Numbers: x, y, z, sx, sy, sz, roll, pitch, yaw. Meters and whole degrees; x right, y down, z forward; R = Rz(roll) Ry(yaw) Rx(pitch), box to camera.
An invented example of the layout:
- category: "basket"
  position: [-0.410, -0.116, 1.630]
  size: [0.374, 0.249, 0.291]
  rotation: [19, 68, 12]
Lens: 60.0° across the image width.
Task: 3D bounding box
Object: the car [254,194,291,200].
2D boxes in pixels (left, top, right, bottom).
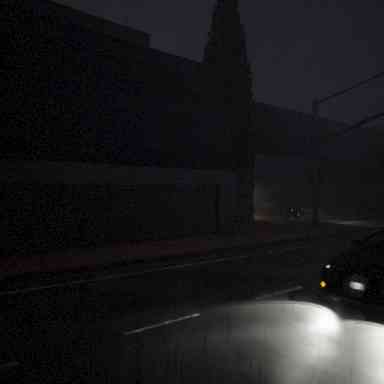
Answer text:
- category: "car"
  position: [8.713, 1.221, 34.182]
  size: [2.150, 2.045, 5.566]
  rotation: [0, 0, -36]

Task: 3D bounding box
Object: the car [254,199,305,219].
- category: "car"
  position: [7.651, 1.601, 29.751]
  size: [1.895, 1.301, 4.718]
  rotation: [0, 0, -37]

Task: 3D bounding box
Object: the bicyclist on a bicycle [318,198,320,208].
- category: "bicyclist on a bicycle"
  position: [16.238, 1.303, 43.289]
  size: [1.656, 1.620, 0.582]
  rotation: [0, 0, -37]

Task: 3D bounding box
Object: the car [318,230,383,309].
- category: "car"
  position: [4.689, 1.564, 7.346]
  size: [4.181, 1.385, 1.994]
  rotation: [0, 0, -36]
